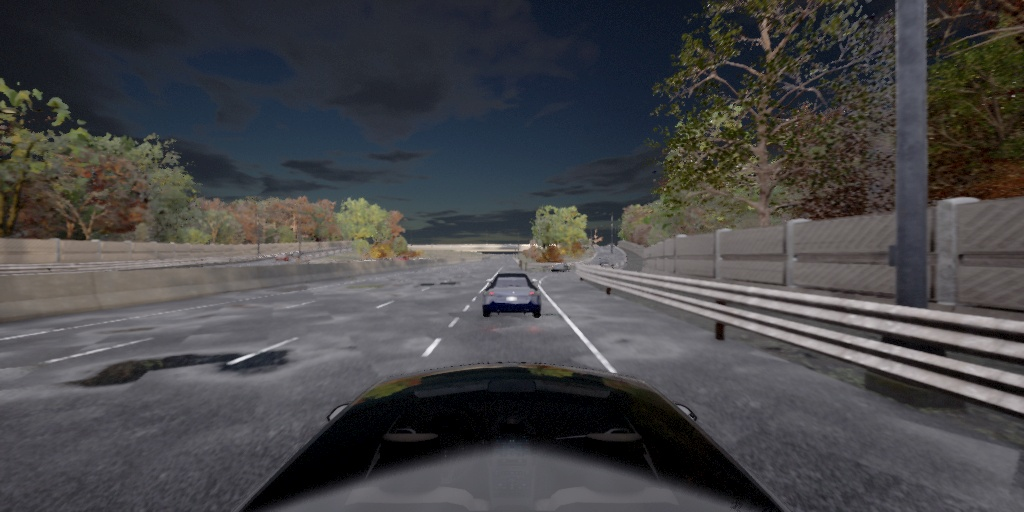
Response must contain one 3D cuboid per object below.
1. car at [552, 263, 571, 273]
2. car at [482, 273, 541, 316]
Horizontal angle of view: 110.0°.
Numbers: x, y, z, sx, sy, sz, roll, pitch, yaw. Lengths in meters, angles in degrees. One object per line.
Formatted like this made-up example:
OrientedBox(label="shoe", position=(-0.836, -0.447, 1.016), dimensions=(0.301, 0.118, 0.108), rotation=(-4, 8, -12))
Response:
OrientedBox(label="car", position=(7.617, 1.833, 54.967), dimensions=(1.994, 1.385, 4.181), rotation=(0, -1, 24))
OrientedBox(label="car", position=(-0.005, 1.325, 13.358), dimensions=(1.994, 1.385, 4.181), rotation=(0, 0, 0))
